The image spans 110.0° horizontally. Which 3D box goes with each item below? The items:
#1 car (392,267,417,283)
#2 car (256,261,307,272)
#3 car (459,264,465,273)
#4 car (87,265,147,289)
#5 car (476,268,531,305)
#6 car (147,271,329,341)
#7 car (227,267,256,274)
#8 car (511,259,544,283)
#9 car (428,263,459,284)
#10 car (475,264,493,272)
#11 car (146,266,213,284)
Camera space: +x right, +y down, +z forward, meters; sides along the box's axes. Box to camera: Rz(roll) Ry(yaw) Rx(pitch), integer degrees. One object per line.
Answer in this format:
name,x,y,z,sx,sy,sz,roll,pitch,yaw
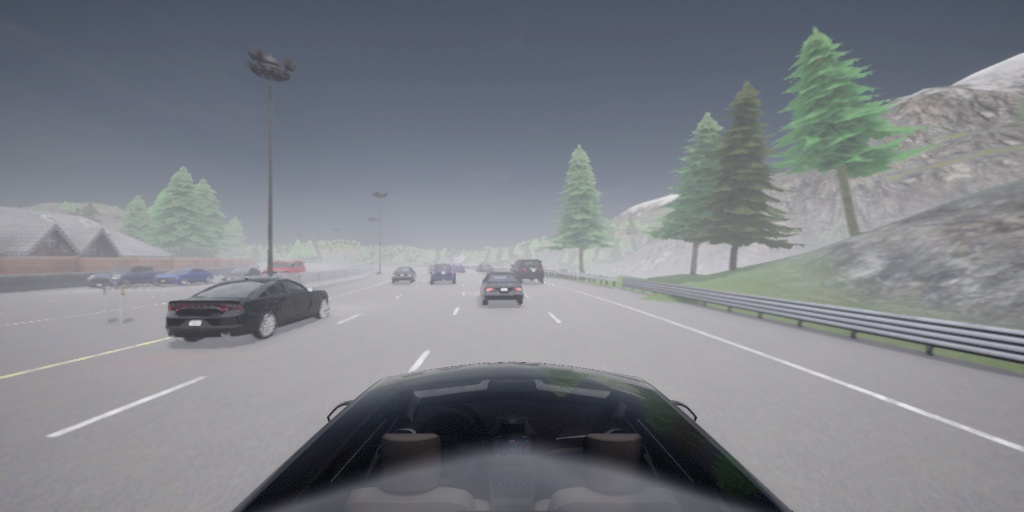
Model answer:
car,-9.795,1.704,32.736,2.033,1.411,5.357,0,-1,-11
car,-20.868,1.441,33.134,2.150,2.045,5.566,0,-1,-12
car,-8.659,1.895,56.003,1.882,1.535,5.008,0,-1,-19
car,-30.674,1.567,28.487,2.097,1.767,4.553,0,-1,-11
car,-0.582,1.481,17.445,2.033,1.411,5.357,0,-1,-6
car,-7.181,1.365,10.449,1.882,1.535,5.008,0,-1,-3
car,-24.350,1.757,32.622,1.812,1.442,4.674,0,-1,-12
car,1.227,1.308,31.557,2.150,2.045,5.566,0,-1,-10
car,-6.132,1.481,32.011,2.097,1.767,4.553,0,-1,-11
car,-4.204,1.857,53.475,2.128,1.511,4.902,0,-1,-18
car,-27.419,1.696,30.119,1.882,1.535,5.008,0,-1,-11
